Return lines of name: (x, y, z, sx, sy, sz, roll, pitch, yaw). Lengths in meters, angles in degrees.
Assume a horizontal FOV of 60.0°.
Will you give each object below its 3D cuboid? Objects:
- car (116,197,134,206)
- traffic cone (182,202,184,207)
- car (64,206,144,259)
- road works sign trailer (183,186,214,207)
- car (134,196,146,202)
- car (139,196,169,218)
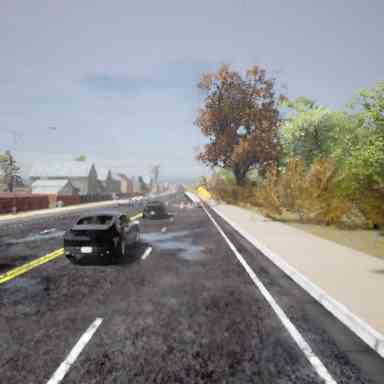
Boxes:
car: (-9.821, 1.438, 49.234, 1.895, 1.301, 4.718, 0, 0, 0)
traffic cone: (-1.385, 1.813, 43.658, 0.340, 0.580, 0.340, 0, 0, 0)
car: (-3.151, 1.471, 12.350, 1.837, 1.490, 4.892, 0, 0, 0)
road works sign trailer: (0.562, 0.880, 44.879, 3.560, 2.880, 2.380, 1, 34, -49)
car: (-6.581, 1.330, 48.647, 2.128, 1.511, 4.902, 0, 0, 0)
car: (-3.152, 1.416, 29.078, 1.837, 1.490, 4.892, 0, 0, 0)
